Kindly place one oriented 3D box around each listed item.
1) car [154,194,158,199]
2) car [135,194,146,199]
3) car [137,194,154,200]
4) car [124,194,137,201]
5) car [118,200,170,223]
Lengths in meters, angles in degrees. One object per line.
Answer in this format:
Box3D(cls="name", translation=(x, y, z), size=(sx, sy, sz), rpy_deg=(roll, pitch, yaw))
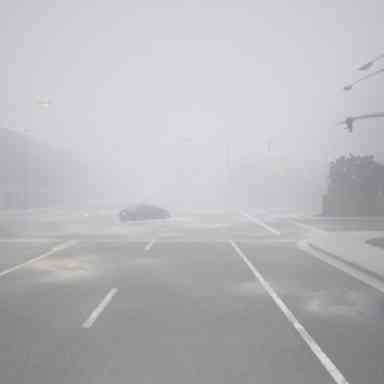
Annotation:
Box3D(cls="car", translation=(-10.496, 1.204, 90.910), size=(1.994, 1.385, 4.181), rpy_deg=(0, 0, 0))
Box3D(cls="car", translation=(-13.996, 1.191, 90.910), size=(2.033, 1.411, 5.357), rpy_deg=(0, 0, 0))
Box3D(cls="car", translation=(-10.497, 1.225, 75.060), size=(1.882, 1.535, 5.008), rpy_deg=(0, 1, 0))
Box3D(cls="car", translation=(-13.997, 1.271, 75.061), size=(1.812, 1.442, 4.674), rpy_deg=(0, 1, 0))
Box3D(cls="car", translation=(-3.718, 1.589, 26.181), size=(1.994, 1.385, 4.181), rpy_deg=(1, 0, 41))
